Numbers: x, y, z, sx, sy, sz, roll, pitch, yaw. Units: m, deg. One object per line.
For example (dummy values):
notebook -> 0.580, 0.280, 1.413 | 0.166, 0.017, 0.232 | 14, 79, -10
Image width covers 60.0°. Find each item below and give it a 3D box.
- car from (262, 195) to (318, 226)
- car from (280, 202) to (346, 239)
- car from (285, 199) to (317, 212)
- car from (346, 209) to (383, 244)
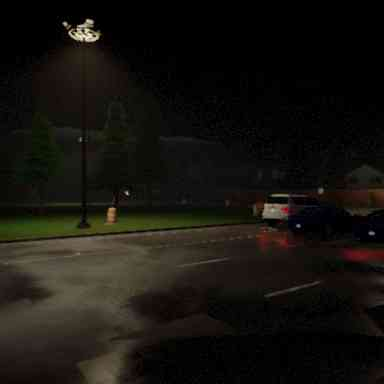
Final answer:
car -> 7.005, 1.204, 21.761 | 5.566, 2.045, 2.150 | 1, -1, -38
car -> 7.135, 1.468, 17.438 | 5.008, 1.535, 1.882 | 0, 0, -36
car -> 12.613, 1.544, 38.655 | 1.994, 1.385, 4.181 | 0, 0, -5
car -> 9.084, 1.469, 14.529 | 5.008, 1.535, 1.882 | 0, 0, -36
